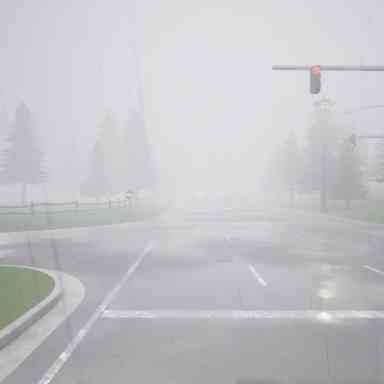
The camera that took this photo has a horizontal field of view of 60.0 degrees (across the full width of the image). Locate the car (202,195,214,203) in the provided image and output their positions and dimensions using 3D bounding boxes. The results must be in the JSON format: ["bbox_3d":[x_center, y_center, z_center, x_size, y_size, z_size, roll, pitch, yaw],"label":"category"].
[{"bbox_3d":[3.552,1.469,70.342,1.882,1.535,5.008,0,0,0],"label":"car"}]

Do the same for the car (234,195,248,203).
[{"bbox_3d":[10.552,1.531,70.336,2.033,1.411,5.357,0,0,0],"label":"car"}]

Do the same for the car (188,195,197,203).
[{"bbox_3d":[0.052,1.517,70.344,2.128,1.511,4.902,0,0,0],"label":"car"}]

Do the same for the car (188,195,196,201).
[{"bbox_3d":[0.060,1.427,80.794,1.895,1.301,4.718,0,0,0],"label":"car"}]

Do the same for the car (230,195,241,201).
[{"bbox_3d":[10.560,1.427,80.786,1.895,1.301,4.718,0,0,0],"label":"car"}]

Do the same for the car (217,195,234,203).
[{"bbox_3d":[7.052,1.517,70.339,2.128,1.511,4.902,0,0,0],"label":"car"}]

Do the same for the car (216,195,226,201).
[{"bbox_3d":[7.060,1.427,80.789,1.895,1.301,4.718,0,0,0],"label":"car"}]

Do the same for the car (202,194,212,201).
[{"bbox_3d":[3.560,1.357,80.762,2.128,1.511,4.902,0,0,0],"label":"car"}]
